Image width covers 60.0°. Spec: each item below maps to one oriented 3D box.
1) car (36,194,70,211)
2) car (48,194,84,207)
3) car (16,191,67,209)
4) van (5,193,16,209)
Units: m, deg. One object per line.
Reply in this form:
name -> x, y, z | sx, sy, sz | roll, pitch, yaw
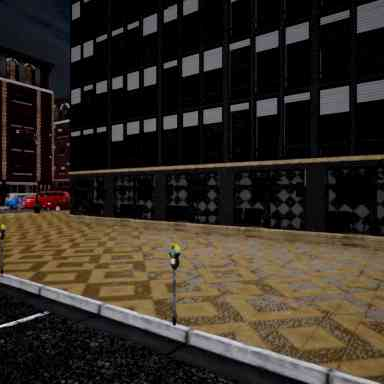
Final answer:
car -> -13.495, 1.269, 35.083 | 1.887, 1.381, 4.507 | 1, 1, 35
car -> -16.737, 1.079, 44.207 | 1.967, 1.590, 4.097 | 1, 1, 35
car -> -17.184, 0.920, 39.280 | 2.150, 2.045, 5.566 | 0, 1, 34
van -> -19.972, 1.050, 39.566 | 1.690, 1.788, 3.998 | 1, 1, 35
